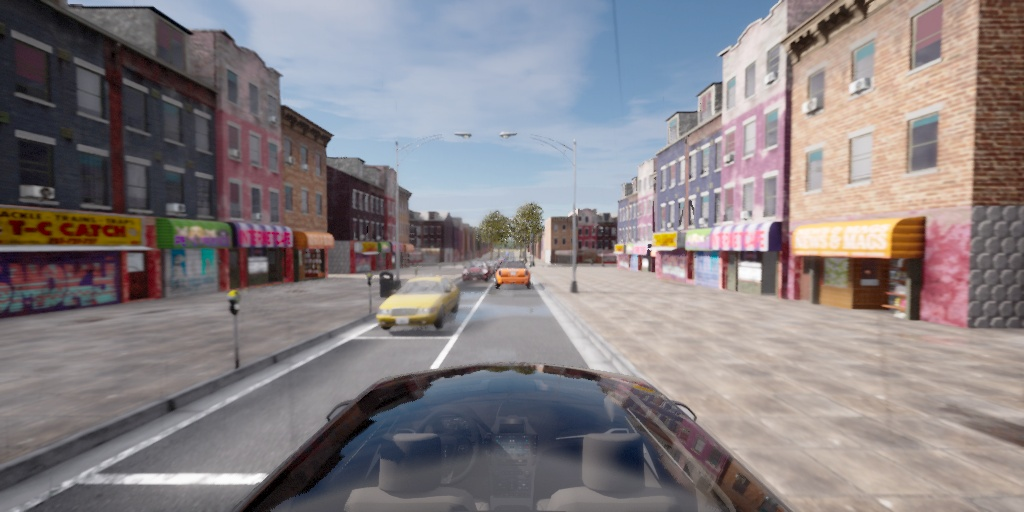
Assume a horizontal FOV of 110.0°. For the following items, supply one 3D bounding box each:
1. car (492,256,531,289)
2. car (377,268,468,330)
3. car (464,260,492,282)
[{"bbox_3d":[0.087,1.035,22.792,2.097,1.767,4.553,0,0,0],"label":"car"},{"bbox_3d":[-2.640,1.237,11.087,1.751,1.417,4.829,0,0,0],"label":"car"},{"bbox_3d":[-2.641,1.119,27.597,1.967,1.591,4.097,0,0,0],"label":"car"}]
